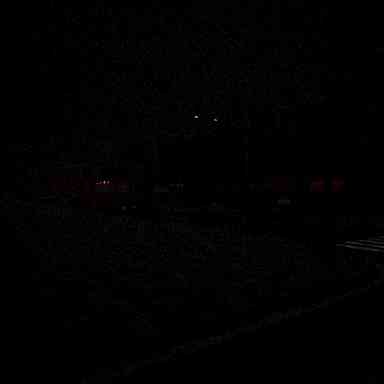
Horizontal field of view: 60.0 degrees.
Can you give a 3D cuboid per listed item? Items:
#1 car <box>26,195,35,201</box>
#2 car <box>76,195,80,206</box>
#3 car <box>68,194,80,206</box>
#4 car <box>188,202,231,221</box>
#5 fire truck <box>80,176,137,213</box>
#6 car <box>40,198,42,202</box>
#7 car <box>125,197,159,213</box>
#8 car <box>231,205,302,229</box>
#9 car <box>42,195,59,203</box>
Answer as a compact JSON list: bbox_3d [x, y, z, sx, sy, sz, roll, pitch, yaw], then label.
[{"bbox_3d":[-41.831,1.520,85.981,2.008,1.369,4.403,0,0,-36],"label":"car"},{"bbox_3d":[-15.099,1.500,49.240,1.947,1.339,4.313,0,0,-36],"label":"car"},{"bbox_3d":[-18.441,1.251,53.833,2.192,1.841,5.009,0,0,-36],"label":"car"},{"bbox_3d":[1.509,1.485,26.416,1.752,1.417,4.829,0,0,-36],"label":"car"},{"bbox_3d":[-9.220,0.284,36.690,2.891,3.827,8.468,0,0,-36],"label":"fire truck"},{"bbox_3d":[-31.807,1.525,72.204,1.802,1.307,4.206,0,0,-36],"label":"car"},{"bbox_3d":[-5.074,1.508,35.463,1.947,1.339,4.313,0,0,-36],"label":"car"},{"bbox_3d":[4.951,1.518,21.686,1.887,1.381,4.507,0,0,-36],"label":"car"},{"bbox_3d":[-28.465,1.380,67.611,1.967,1.590,4.097,0,0,-36],"label":"car"}]
